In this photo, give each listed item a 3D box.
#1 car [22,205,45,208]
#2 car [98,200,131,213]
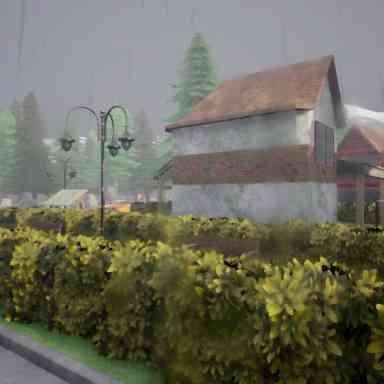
[{"bbox_3d":[-14.073,1.763,28.636,1.895,1.301,4.718,0,0,36],"label":"car"},{"bbox_3d":[-8.134,1.640,36.839,1.882,1.535,5.008,0,0,36],"label":"car"}]
